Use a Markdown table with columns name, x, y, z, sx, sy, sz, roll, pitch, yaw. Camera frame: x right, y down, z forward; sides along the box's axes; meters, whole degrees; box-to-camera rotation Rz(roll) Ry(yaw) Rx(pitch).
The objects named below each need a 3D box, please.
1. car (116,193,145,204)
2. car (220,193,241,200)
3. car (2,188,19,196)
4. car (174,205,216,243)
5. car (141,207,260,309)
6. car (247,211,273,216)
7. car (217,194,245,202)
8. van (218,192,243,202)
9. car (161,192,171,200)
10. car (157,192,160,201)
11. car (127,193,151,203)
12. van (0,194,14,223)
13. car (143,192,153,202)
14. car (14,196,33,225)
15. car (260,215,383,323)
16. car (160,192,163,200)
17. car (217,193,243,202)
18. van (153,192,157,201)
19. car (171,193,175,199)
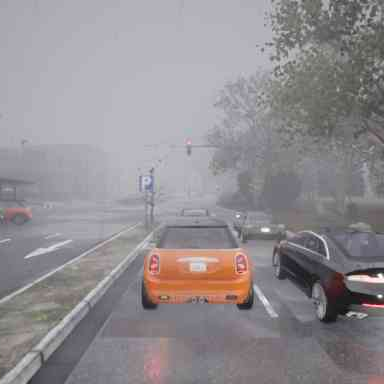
| name | x | y | z | sx | sy | sz | roll | pitch | yaw |
| --- | --- | --- | --- | --- | --- | --- | --- | --- | --- |
| car | -11.500 | 1.353 | 60.967 | 4.792 | 1.488 | 2.163 | -1 | 0 | -15 |
| car | 9.384 | 1.122 | 81.249 | 4.553 | 1.767 | 2.185 | 1 | 0 | -12 |
| car | -28.212 | 0.132 | 51.820 | 2.002 | 1.452 | 4.674 | 6 | -3 | -19 |
| car | 0.155 | 1.530 | 17.148 | 1.837 | 1.490 | 4.892 | 0 | 0 | 1 |
| car | 0.104 | 1.363 | 8.062 | 2.097 | 1.767 | 4.553 | 0 | 0 | 0 |
| car | 3.145 | 1.586 | 16.097 | 1.994 | 1.385 | 4.181 | 0 | 0 | 1 |
| car | 8.140 | 1.258 | 69.542 | 5.366 | 1.575 | 1.946 | 1 | 0 | -13 |
| van | 7.226 | 1.037 | 63.578 | 4.442 | 1.987 | 1.878 | 1 | 0 | -14 |
| car | -8.530 | 1.350 | 84.904 | 4.674 | 1.452 | 2.002 | -1 | 0 | -12 |
| car | -10.079 | 1.315 | 72.923 | 4.892 | 1.521 | 2.231 | -1 | 0 | -14 |
| car | -10.767 | 1.190 | 66.911 | 4.553 | 1.767 | 2.185 | -1 | 0 | -14 |
| van | -13.621 | 1.294 | 20.181 | 4.442 | 1.987 | 1.878 | -1 | 0 | -20 |
| car | -10.858 | 1.309 | 63.959 | 5.366 | 1.575 | 1.946 | -1 | 0 | -15 |
| car | -13.648 | 1.401 | 23.158 | 4.553 | 1.767 | 2.185 | -1 | 0 | -19 |
| car | 3.103 | 1.501 | 7.185 | 2.128 | 1.511 | 4.902 | 0 | 0 | 0 |
| car | -9.709 | 1.353 | 75.919 | 4.674 | 1.452 | 2.002 | -1 | 0 | -13 |
| car | 7.606 | 1.136 | 66.548 | 4.553 | 1.767 | 2.185 | 1 | 0 | -14 |
| van | -10.304 | 1.087 | 69.952 | 4.442 | 1.987 | 1.878 | -1 | 0 | -14 |
| car | -8.082 | 1.057 | 87.910 | 5.566 | 2.045 | 2.435 | -1 | 0 | -12 |
